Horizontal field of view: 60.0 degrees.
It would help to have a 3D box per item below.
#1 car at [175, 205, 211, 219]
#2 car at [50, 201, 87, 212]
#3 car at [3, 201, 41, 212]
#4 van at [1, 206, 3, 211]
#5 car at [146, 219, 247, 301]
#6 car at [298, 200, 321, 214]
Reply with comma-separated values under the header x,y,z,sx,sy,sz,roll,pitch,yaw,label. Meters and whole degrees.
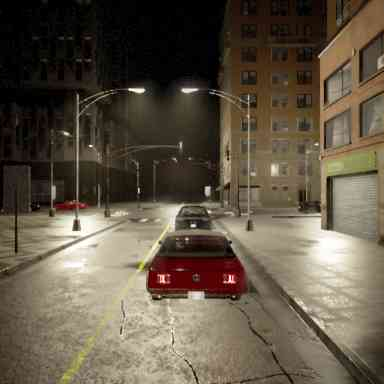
x,y,z,sx,sy,sz,roll,pitch,yaw,label
0.059,1.474,18.431,1.882,1.535,5.008,0,0,0,car
-14.553,1.701,39.321,4.206,1.307,1.802,0,0,0,car
-20.202,1.725,39.315,4.313,1.339,1.947,0,0,0,car
-20.185,1.425,30.791,3.998,1.788,1.690,0,0,0,van
0.081,1.601,8.282,1.895,1.301,4.718,0,0,0,car
12.041,1.415,30.826,4.313,1.339,1.947,0,0,0,car
